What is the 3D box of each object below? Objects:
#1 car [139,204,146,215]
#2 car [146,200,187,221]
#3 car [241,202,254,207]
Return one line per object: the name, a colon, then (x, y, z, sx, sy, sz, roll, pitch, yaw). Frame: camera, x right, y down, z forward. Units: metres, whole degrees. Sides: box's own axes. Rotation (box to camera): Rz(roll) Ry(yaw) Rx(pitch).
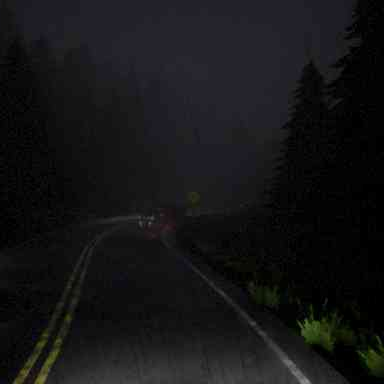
car: (-3.418, 1.535, 33.584, 2.128, 1.511, 4.902, 1, 0, 24)
car: (-1.745, 1.587, 28.149, 2.128, 1.511, 4.902, 1, 0, 14)
car: (8.384, 1.921, 43.978, 4.674, 1.442, 1.812, 2, 2, -41)
